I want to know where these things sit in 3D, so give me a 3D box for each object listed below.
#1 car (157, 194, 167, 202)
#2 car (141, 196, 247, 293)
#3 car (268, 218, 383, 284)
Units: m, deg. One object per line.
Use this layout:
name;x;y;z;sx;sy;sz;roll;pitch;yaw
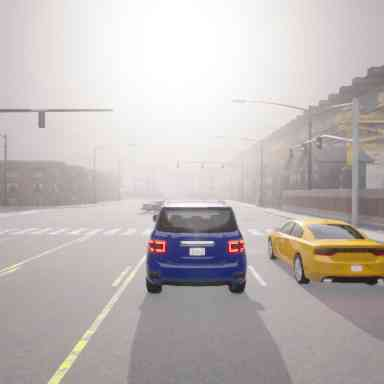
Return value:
car;-6.995;1.441;77.908;2.097;1.767;4.553;0;0;0
car;0.065;1.236;9.041;2.150;2.045;5.566;0;0;-1
car;3.565;1.502;9.667;1.882;1.535;5.008;0;0;0
